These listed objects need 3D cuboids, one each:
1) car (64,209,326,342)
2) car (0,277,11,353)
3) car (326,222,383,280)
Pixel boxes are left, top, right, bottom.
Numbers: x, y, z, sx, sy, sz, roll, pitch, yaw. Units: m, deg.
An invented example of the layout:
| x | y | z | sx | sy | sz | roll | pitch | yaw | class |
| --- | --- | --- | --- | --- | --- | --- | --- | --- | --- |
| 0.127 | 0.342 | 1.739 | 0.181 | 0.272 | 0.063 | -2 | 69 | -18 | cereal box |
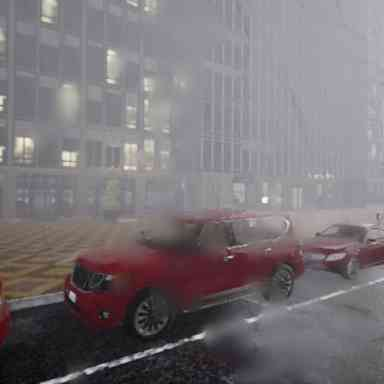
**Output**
| x | y | z | sx | sy | sz | roll | pitch | yaw | class |
| --- | --- | --- | --- | --- | --- | --- | --- | --- | --- |
| 0.180 | 1.323 | 6.673 | 5.009 | 1.841 | 2.192 | 0 | 1 | -35 | car |
| -4.420 | 1.542 | 3.398 | 4.507 | 1.381 | 1.887 | 0 | 0 | -35 | car |
| 4.774 | 1.598 | 9.952 | 4.206 | 1.307 | 1.802 | 0 | 1 | -35 | car |
